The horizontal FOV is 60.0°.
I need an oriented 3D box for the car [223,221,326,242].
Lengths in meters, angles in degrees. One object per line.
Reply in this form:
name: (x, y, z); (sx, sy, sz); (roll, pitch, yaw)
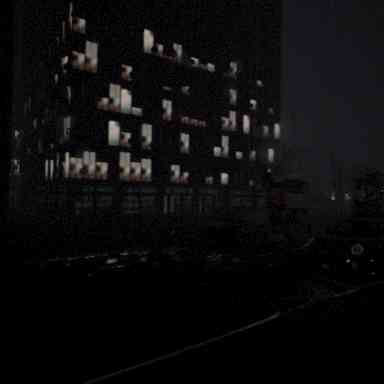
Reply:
car: (0.653, 1.474, 6.969); (4.097, 1.590, 1.967); (1, 0, -35)

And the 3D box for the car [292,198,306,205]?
car: (24.865, 2.157, 76.716); (1.967, 1.590, 4.097); (1, -1, -35)

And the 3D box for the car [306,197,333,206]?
car: (28.048, 2.006, 72.168); (2.192, 1.841, 5.009); (1, -1, -35)

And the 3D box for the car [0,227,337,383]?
car: (-1.188, 1.355, 2.529); (4.553, 1.767, 2.097); (1, 0, -35)

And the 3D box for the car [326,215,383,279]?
car: (5.258, 1.515, 10.236); (4.097, 1.590, 1.967); (1, 0, -35)

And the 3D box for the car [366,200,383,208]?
car: (35.035, 2.214, 62.123); (1.802, 1.307, 4.206); (1, -1, -35)

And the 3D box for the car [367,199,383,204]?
car: (30.442, 1.870, 53.579); (1.967, 1.590, 4.097); (1, -1, -35)
